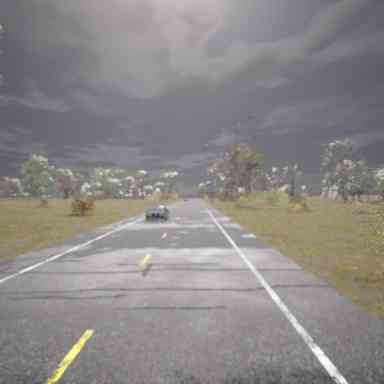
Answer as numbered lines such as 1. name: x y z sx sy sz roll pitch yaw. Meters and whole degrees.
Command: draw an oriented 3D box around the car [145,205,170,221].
1. car: -3.197 1.934 31.381 1.994 1.385 4.181 -1 -1 1
